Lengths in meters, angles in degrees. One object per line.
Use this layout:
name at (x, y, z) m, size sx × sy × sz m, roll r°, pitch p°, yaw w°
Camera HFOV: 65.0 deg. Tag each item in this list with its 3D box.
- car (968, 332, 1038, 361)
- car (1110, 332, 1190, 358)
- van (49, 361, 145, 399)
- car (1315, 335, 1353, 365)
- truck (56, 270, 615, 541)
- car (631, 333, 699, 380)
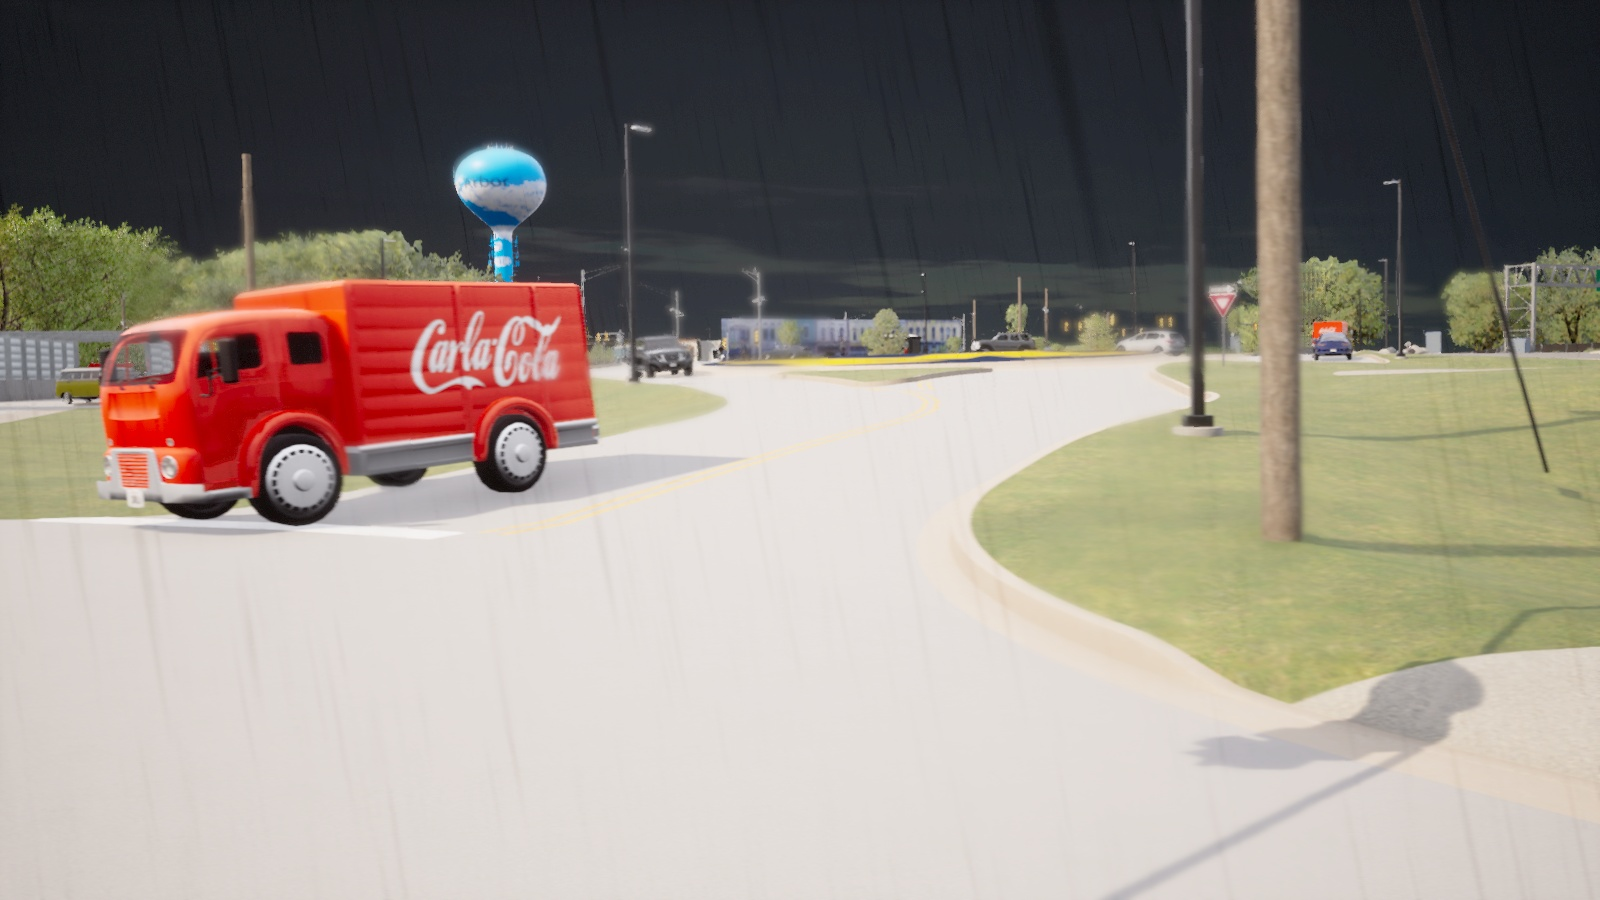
car at (14.586, -7.447, 90.314) m, size 4.605 × 1.855 × 1.932 m, roll 1°, pitch 2°, yaw -2°
car at (23.106, -6.928, 82.968) m, size 2.242 × 1.667 × 4.611 m, roll -2°, pitch 5°, yaw -38°
van at (-38.767, -3.853, 69.239) m, size 4.442 × 1.987 × 1.775 m, roll 0°, pitch 4°, yaw 11°
car at (28.828, -5.425, 67.916) m, size 1.812 × 1.442 × 4.674 m, roll 1°, pitch 7°, yaw 22°
truck at (-4.960, -0.669, 14.271) m, size 2.627 × 2.467 × 5.204 m, roll 1°, pitch 6°, yaw 36°
car at (-6.750, -4.667, 62.106) m, size 2.150 × 2.045 × 5.566 m, roll -6°, pitch 7°, yaw -17°
